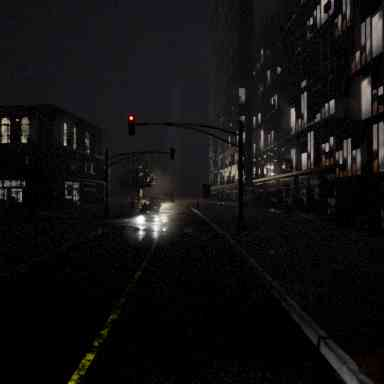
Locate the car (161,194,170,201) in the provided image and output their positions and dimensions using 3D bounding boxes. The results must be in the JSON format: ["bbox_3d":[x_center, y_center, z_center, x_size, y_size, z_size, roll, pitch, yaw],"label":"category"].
[{"bbox_3d":[-6.416,1.335,79.403,1.812,1.442,4.674,0,0,-10],"label":"car"}]

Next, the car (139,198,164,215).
[{"bbox_3d":[-4.297,1.596,34.421,1.895,1.301,4.718,0,0,-1],"label":"car"}]

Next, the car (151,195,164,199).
[{"bbox_3d":[-5.574,1.496,51.158,1.837,1.490,4.892,0,-1,-6],"label":"car"}]

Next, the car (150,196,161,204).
[{"bbox_3d":[-7.270,1.546,66.080,1.994,1.385,4.181,0,0,-7],"label":"car"}]

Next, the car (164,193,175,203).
[{"bbox_3d":[-4.868,1.208,69.136,2.150,2.045,5.566,0,0,-8],"label":"car"}]
